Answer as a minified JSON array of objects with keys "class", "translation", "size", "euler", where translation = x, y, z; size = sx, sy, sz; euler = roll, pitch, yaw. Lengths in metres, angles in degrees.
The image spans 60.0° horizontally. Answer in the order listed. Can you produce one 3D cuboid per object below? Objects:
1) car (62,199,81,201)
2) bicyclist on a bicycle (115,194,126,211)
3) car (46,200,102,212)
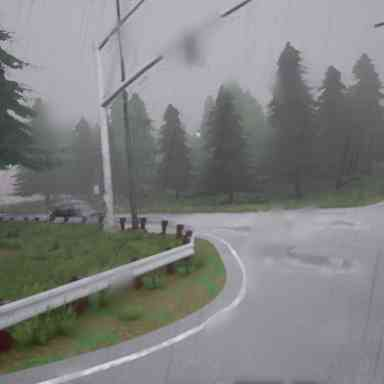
[{"class":"car","translation":[-10.964,1.409,29.415],"size":[4.892,1.490,1.837],"euler":[-3,2,36]},{"class":"bicyclist on a bicycle","translation":[-6.455,1.039,30.416],"size":[0.582,1.620,1.656],"euler":[-3,-2,35]},{"class":"car","translation":[-7.750,1.455,22.607],"size":[4.181,1.385,1.994],"euler":[-3,2,35]}]
